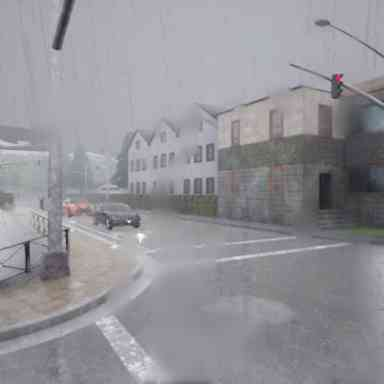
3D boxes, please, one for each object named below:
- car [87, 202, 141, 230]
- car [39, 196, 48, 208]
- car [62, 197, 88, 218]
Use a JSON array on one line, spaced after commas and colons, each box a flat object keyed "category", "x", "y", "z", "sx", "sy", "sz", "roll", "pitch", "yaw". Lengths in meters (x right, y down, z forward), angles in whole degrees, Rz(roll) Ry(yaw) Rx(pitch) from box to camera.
[{"category": "car", "x": -4.735, "y": 1.387, "z": 20.453, "sx": 1.837, "sy": 1.490, "sz": 4.892, "roll": 0, "pitch": 0, "yaw": -31}, {"category": "car", "x": -18.304, "y": 1.276, "z": 42.854, "sx": 2.097, "sy": 1.767, "sz": 4.553, "roll": 0, "pitch": 0, "yaw": -31}, {"category": "car", "x": -9.956, "y": 1.247, "z": 29.022, "sx": 2.097, "sy": 1.767, "sz": 4.553, "roll": 0, "pitch": 0, "yaw": -31}]
